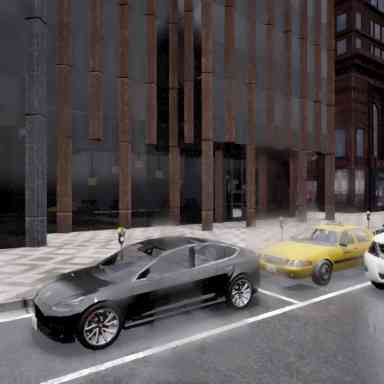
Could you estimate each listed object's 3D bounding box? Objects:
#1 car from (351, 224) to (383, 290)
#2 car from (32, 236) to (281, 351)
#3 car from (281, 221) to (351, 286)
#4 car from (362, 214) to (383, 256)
[{"bbox_3d":[6.389,1.223,7.924,5.566,2.045,2.150,0,0,-35],"label":"car"},{"bbox_3d":[-0.581,1.566,6.232,4.313,1.339,1.947,0,0,-35],"label":"car"},{"bbox_3d":[3.872,1.526,9.402,4.829,1.417,1.752,0,0,-35],"label":"car"},{"bbox_3d":[8.603,1.569,12.770,4.313,1.339,1.947,0,0,-35],"label":"car"}]
